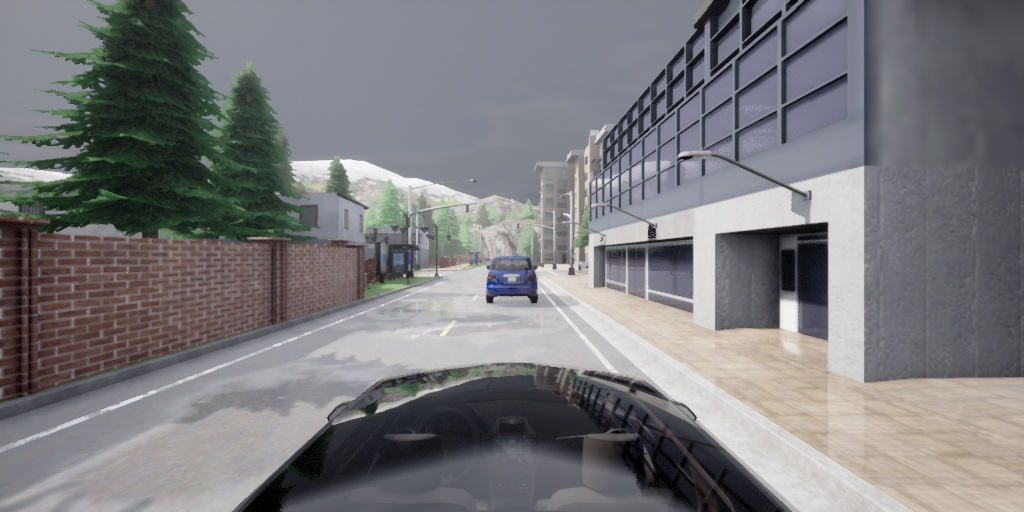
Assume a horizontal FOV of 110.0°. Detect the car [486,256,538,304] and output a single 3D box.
[{"bbox_3d":[0.000,1.007,16.530,2.150,2.045,5.566,0,0,0],"label":"car"}]
